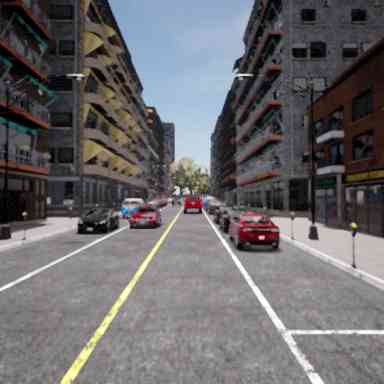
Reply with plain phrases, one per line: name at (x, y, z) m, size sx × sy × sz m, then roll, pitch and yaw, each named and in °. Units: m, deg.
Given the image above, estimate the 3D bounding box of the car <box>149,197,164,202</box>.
car at (-5.681, 1.870, 49.213) m, size 2.008 × 1.369 × 4.403 m, roll 1°, pitch 0°, yaw 0°

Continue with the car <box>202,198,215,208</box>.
car at (2.700, 1.797, 54.973) m, size 1.967 × 1.590 × 4.097 m, roll 1°, pitch 0°, yaw 0°

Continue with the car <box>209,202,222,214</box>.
car at (2.701, 1.738, 26.491) m, size 1.947 × 1.339 × 4.313 m, roll 1°, pitch 0°, yaw 0°

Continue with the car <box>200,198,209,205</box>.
car at (2.696, 2.050, 72.060) m, size 1.802 × 1.307 × 4.206 m, roll 1°, pitch 0°, yaw 0°

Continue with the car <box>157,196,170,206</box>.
car at (-5.678, 1.709, 60.607) m, size 2.192 × 1.841 × 5.009 m, roll 1°, pitch 0°, yaw 0°

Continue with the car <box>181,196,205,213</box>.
car at (0.106, 1.485, 40.950) m, size 2.150 × 2.045 × 5.566 m, roll 0°, pitch -1°, yaw 0°

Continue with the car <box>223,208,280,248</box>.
car at (2.702, 1.643, 15.098) m, size 1.887 × 1.381 × 4.507 m, roll 1°, pitch 0°, yaw 0°

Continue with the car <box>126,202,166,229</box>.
car at (-3.101, 1.676, 23.075) m, size 1.812 × 1.442 × 4.674 m, roll 0°, pitch 0°, yaw 0°

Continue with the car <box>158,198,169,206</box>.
car at (-5.683, 1.975, 66.303) m, size 1.887 × 1.381 × 4.507 m, roll 1°, pitch 0°, yaw 0°

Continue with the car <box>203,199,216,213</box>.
car at (2.700, 1.796, 37.883) m, size 2.008 × 1.369 × 4.403 m, roll 1°, pitch 0°, yaw 0°

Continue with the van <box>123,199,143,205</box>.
van at (-5.676, 1.550, 32.125) m, size 1.690 × 1.788 × 3.998 m, roll 1°, pitch 0°, yaw 0°

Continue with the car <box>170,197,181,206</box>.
car at (-3.022, 1.925, 65.368) m, size 1.837 × 1.490 × 4.892 m, roll 0°, pitch 0°, yaw 0°

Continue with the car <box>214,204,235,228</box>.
car at (2.701, 1.701, 20.794) m, size 1.947 × 1.339 × 4.313 m, roll 1°, pitch 0°, yaw 0°

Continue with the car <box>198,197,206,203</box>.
car at (2.695, 2.125, 89.149) m, size 1.887 × 1.381 × 4.507 m, roll 1°, pitch 0°, yaw 0°

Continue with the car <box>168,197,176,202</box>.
car at (-5.653, 2.162, 94.783) m, size 1.887 × 1.381 × 4.507 m, roll 1°, pitch 0°, yaw 0°

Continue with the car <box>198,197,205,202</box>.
car at (2.695, 2.162, 94.846) m, size 1.887 × 1.381 × 4.507 m, roll 1°, pitch 0°, yaw 0°

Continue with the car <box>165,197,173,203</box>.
car at (-5.658, 2.067, 83.220) m, size 1.752 × 1.417 × 4.829 m, roll 1°, pitch 0°, yaw 0°

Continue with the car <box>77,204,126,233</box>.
car at (-5.679, 1.701, 20.731) m, size 1.947 × 1.339 × 4.313 m, roll 1°, pitch 0°, yaw 0°
